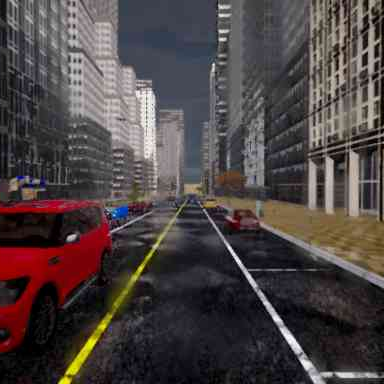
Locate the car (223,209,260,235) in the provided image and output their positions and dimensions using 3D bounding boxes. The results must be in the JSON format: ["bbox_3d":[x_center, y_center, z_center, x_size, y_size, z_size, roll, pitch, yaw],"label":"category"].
[{"bbox_3d":[2.683,1.574,18.465,1.802,1.307,4.206,-1,0,0],"label":"car"}]

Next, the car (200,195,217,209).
[{"bbox_3d":[2.360,1.451,44.529,1.801,1.575,5.366,0,0,0],"label":"car"}]

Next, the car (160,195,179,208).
[{"bbox_3d":[-3.064,1.347,48.850,2.097,1.767,4.553,0,0,0],"label":"car"}]

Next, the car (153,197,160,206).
[{"bbox_3d":[-5.691,1.548,52.216,2.008,1.369,4.403,-1,0,0],"label":"car"}]

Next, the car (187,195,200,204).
[{"bbox_3d":[0.014,1.527,61.214,1.812,1.442,4.674,0,0,0],"label":"car"}]

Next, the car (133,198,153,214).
[{"bbox_3d":[-5.694,1.537,35.341,1.887,1.381,4.507,-1,0,0],"label":"car"}]

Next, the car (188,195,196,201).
[{"bbox_3d":[0.017,1.383,76.983,1.837,1.490,4.892,0,0,0],"label":"car"}]

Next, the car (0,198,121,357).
[{"bbox_3d":[-3.098,1.218,6.386,2.150,2.045,5.566,0,0,0],"label":"car"}]

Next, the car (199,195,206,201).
[{"bbox_3d":[2.697,1.548,86.135,1.752,1.417,4.829,-1,0,0],"label":"car"}]

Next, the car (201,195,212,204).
[{"bbox_3d":[2.690,1.443,63.465,1.967,1.590,4.097,-1,0,0],"label":"car"}]

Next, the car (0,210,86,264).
[{"bbox_3d":[-5.699,1.519,12.671,1.752,1.417,4.829,-1,0,0],"label":"car"}]

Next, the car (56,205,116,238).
[{"bbox_3d":[-5.698,1.538,18.466,1.887,1.381,4.507,-1,0,0],"label":"car"}]

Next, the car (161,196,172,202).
[{"bbox_3d":[-5.685,1.563,74.716,2.008,1.369,4.403,-1,0,0],"label":"car"}]

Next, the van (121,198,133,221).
[{"bbox_3d":[-5.700,1.333,24.090,1.690,1.788,3.998,-1,0,0],"label":"van"}]
